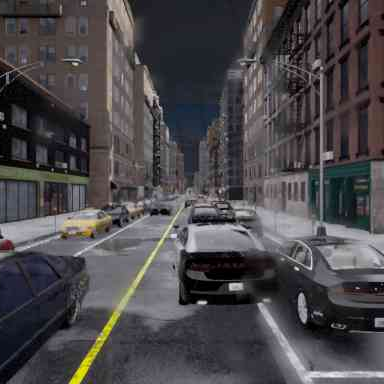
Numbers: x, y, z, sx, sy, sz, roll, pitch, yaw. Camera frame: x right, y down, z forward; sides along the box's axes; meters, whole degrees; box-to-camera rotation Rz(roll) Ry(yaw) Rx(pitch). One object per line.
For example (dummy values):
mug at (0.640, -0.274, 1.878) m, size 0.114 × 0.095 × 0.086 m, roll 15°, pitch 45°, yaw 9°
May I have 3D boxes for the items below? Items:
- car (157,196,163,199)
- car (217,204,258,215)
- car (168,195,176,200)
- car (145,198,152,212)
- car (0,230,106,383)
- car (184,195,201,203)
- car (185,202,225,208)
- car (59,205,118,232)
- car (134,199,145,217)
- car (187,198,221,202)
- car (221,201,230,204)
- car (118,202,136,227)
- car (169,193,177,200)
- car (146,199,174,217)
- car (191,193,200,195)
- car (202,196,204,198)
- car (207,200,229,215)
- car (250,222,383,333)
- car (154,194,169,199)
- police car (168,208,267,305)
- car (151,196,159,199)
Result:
car at (-5.450, 1.541, 44.618) m, size 2.008 × 1.369 × 4.403 m, roll 0°, pitch 0°, yaw 0°
car at (2.614, 1.549, 17.556) m, size 2.008 × 1.369 × 4.403 m, roll 0°, pitch 0°, yaw 0°
car at (-5.520, 1.477, 92.644) m, size 1.752 × 1.417 × 4.829 m, roll 0°, pitch 0°, yaw 0°
car at (-5.435, 1.578, 33.792) m, size 1.802 × 1.307 × 4.206 m, roll 0°, pitch 0°, yaw 0°
car at (-2.855, 1.547, 4.213) m, size 2.033 × 1.411 × 5.357 m, roll 0°, pitch 0°, yaw 0°
car at (-0.045, 1.494, 45.736) m, size 1.837 × 1.490 × 4.892 m, roll 0°, pitch 0°, yaw 1°
car at (0.691, 1.503, 18.258) m, size 1.837 × 1.490 × 4.892 m, roll 0°, pitch 0°, yaw 0°
car at (-5.411, 1.524, 17.384) m, size 1.752 × 1.417 × 4.829 m, roll 0°, pitch 0°, yaw 0°
car at (-5.427, 1.523, 28.209) m, size 1.752 × 1.417 × 4.829 m, roll 0°, pitch 0°, yaw 0°
car at (0.792, 1.476, 24.257) m, size 1.882 × 1.535 × 5.008 m, roll 0°, pitch 0°, yaw 0°
car at (2.598, 1.563, 28.381) m, size 1.947 × 1.339 × 4.313 m, roll 0°, pitch 0°, yaw 0°
car at (-5.419, 1.564, 22.966) m, size 1.947 × 1.339 × 4.313 m, roll 0°, pitch 0°, yaw 0°
car at (-5.504, 1.513, 81.906) m, size 2.008 × 1.369 × 4.403 m, roll 0°, pitch 0°, yaw 0°
car at (-2.790, 1.598, 30.667) m, size 1.895 × 1.301 × 4.718 m, roll 0°, pitch 0°, yaw 0°
car at (-0.084, 1.457, 58.800) m, size 1.882 × 1.535 × 5.008 m, roll 0°, pitch 0°, yaw 0°
car at (2.574, 1.515, 44.790) m, size 1.752 × 1.417 × 4.829 m, roll 0°, pitch 0°, yaw 0°
car at (2.590, 1.562, 33.794) m, size 1.947 × 1.339 × 4.313 m, roll 0°, pitch 0°, yaw 0°
car at (2.629, 1.550, 6.731) m, size 2.008 × 1.369 × 4.403 m, roll 0°, pitch 0°, yaw 0°
car at (-5.466, 1.297, 55.443) m, size 2.192 × 1.841 × 5.009 m, roll 0°, pitch 0°, yaw 0°
police car at (0.512, 1.424, 8.289) m, size 1.930 × 1.638 × 5.238 m, roll 0°, pitch 0°, yaw -6°
car at (-5.443, 1.544, 39.205) m, size 2.008 × 1.369 × 4.403 m, roll 0°, pitch 0°, yaw 0°
